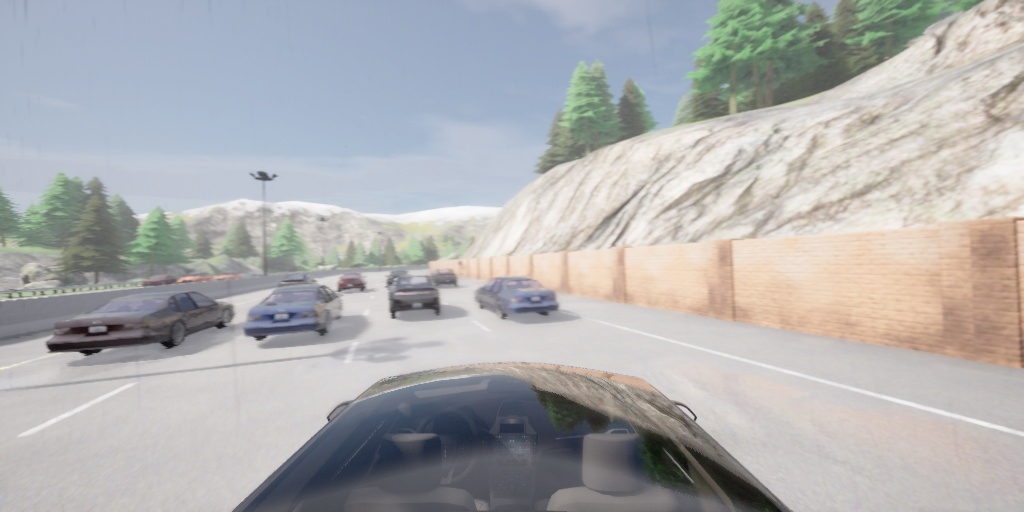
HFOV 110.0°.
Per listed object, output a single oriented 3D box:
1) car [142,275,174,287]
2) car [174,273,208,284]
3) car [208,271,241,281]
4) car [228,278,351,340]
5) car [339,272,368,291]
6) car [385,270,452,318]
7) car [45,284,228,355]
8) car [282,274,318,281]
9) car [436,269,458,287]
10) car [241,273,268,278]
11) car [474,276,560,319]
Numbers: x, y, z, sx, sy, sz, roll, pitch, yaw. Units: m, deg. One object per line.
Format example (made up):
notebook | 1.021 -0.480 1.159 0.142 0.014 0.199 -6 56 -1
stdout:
car | -44.877 3.188 45.926 1.882 1.535 5.008 -1 -1 -19
car | -41.632 2.983 47.215 2.097 1.767 4.553 -1 -1 -19
car | -38.350 2.900 48.415 2.097 1.767 4.553 -1 -1 -19
car | -6.645 1.632 11.446 2.033 1.411 5.357 -1 -1 -19
car | -12.572 2.020 28.305 1.812 1.442 4.674 -1 -1 -19
car | -4.050 1.542 14.671 2.128 1.511 4.902 -1 -1 -19
car | -9.940 1.715 10.270 2.033 1.411 5.357 -1 -1 -19
car | -15.645 2.054 26.475 2.128 1.511 4.902 -1 -1 -19
car | -5.748 1.805 29.975 2.128 1.511 4.902 -1 -1 -19
car | -35.016 3.064 49.500 1.895 1.301 4.718 -1 -1 -19
car | -0.046 1.465 13.776 2.033 1.411 5.357 -1 -1 -19
